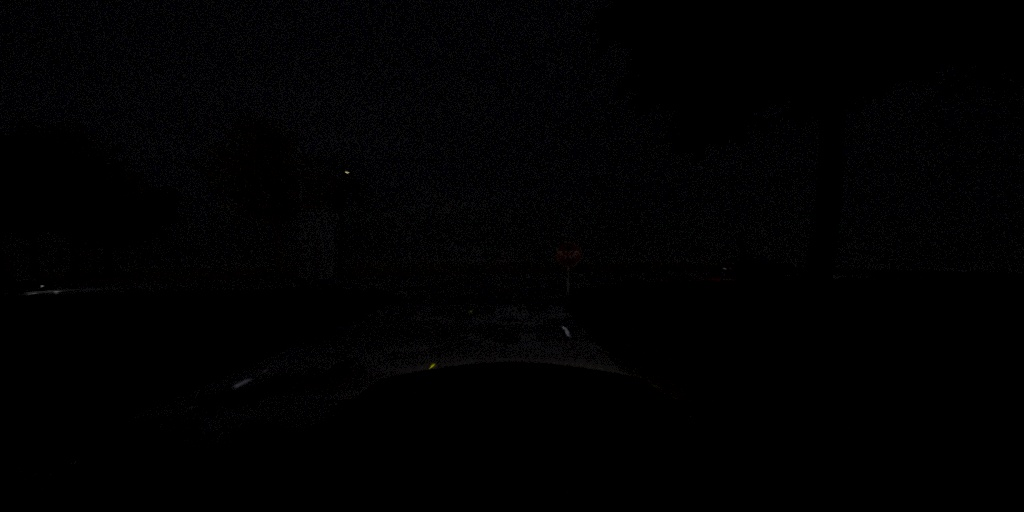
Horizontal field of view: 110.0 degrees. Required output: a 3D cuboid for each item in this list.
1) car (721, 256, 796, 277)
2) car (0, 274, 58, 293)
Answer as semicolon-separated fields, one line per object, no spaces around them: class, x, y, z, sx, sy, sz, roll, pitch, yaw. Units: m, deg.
car;18.015;0.717;26.292;4.902;1.511;2.128;0;1;0
car;-36.553;1.982;26.215;4.718;1.301;1.895;-2;1;0
